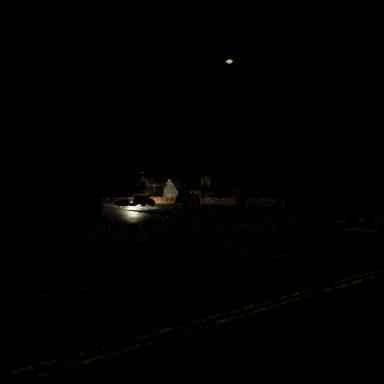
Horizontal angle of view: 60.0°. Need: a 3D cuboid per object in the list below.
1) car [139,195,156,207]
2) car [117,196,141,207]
[{"bbox_3d":[-8.768,1.646,60.784,2.150,2.045,5.566,0,-1,-35],"label":"car"},{"bbox_3d":[-11.670,1.970,59.258,2.033,1.411,5.357,0,-1,-36],"label":"car"}]
